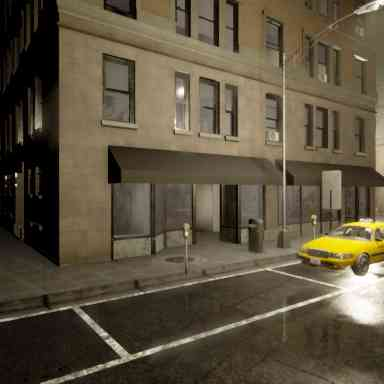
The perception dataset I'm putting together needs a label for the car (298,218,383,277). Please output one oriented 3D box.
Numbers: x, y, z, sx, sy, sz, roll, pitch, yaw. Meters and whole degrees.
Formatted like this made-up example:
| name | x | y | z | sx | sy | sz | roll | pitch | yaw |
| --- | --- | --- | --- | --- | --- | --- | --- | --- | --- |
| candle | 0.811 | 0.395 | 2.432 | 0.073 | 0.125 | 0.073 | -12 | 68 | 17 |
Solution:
| name | x | y | z | sx | sy | sz | roll | pitch | yaw |
| --- | --- | --- | --- | --- | --- | --- | --- | --- | --- |
| car | 5.253 | 1.526 | 10.273 | 4.829 | 1.417 | 1.752 | 0 | 0 | -35 |
